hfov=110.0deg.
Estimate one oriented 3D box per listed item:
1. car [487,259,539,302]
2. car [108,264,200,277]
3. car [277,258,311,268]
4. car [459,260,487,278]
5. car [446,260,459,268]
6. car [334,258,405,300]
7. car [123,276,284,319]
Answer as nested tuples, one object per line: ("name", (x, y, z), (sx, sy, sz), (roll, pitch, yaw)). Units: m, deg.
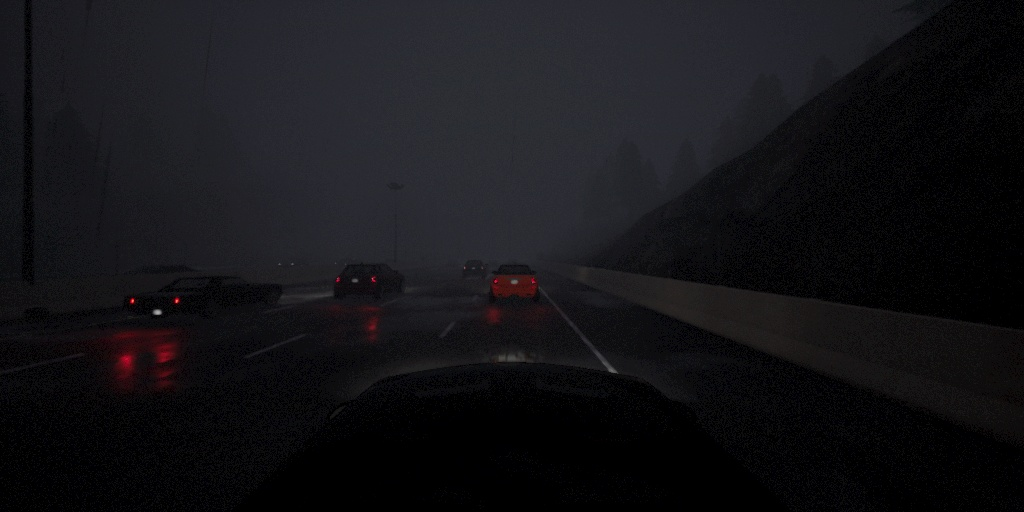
("car", (0.102, 1.105, 17.119), (2.097, 1.767, 4.553), (0, 0, 0))
("car", (-21.086, 1.259, 21.297), (1.837, 1.490, 4.892), (0, 0, 0))
("car", (-28.045, 1.110, 46.255), (2.097, 1.767, 4.553), (0, 0, 0))
("car", (-3.394, 1.109, 33.748), (2.097, 1.767, 4.553), (0, 0, 0))
("car", (-10.386, 1.364, 63.374), (1.895, 1.301, 4.718), (0, 0, 0))
("car", (-6.899, 1.105, 17.880), (2.097, 1.767, 4.553), (0, 0, 0))
("car", (-10.402, 1.352, 12.739), (1.895, 1.301, 4.718), (0, 0, 0))
